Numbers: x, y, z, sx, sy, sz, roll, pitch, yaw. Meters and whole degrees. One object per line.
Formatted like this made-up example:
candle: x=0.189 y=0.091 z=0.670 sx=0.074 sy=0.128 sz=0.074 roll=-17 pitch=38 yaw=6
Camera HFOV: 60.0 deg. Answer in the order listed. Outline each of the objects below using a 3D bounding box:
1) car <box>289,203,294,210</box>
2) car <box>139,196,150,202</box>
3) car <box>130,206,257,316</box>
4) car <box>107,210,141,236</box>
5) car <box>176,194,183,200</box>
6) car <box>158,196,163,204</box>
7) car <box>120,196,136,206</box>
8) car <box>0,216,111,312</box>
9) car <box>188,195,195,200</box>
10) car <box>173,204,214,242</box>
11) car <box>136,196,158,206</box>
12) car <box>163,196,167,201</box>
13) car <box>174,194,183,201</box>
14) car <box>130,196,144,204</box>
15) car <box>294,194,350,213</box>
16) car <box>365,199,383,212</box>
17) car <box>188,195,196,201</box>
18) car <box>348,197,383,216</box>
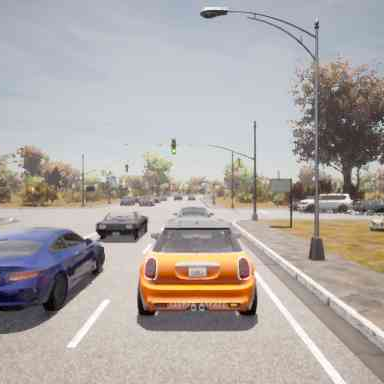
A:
car: x=14.037 y=1.504 z=39.631 sx=4.892 sy=1.490 sz=1.837 roll=0 pitch=0 yaw=3
car: x=-10.591 y=1.552 z=74.174 sx=1.994 sy=1.385 sz=4.181 roll=0 pitch=0 yaw=0
car: x=0.091 y=1.352 z=7.660 sx=2.097 sy=1.767 sz=4.553 roll=0 pitch=0 yaw=0
car: x=-3.421 y=1.601 z=17.218 sx=1.895 sy=1.301 sz=4.718 roll=0 pitch=0 yaw=0
car: x=-3.571 y=1.374 z=95.005 sx=1.812 sy=1.442 sz=4.674 roll=0 pitch=0 yaw=1
car: x=-7.130 y=1.600 z=63.683 sx=1.895 sy=1.301 sz=4.718 roll=0 pitch=0 yaw=0
car: x=-10.654 y=1.505 z=55.155 sx=1.837 sy=1.490 sz=4.892 roll=0 pitch=0 yaw=0
car: x=-3.410 y=1.526 z=7.596 sx=1.812 sy=1.442 sz=4.674 roll=0 pitch=0 yaw=0
car: x=-0.073 y=1.595 z=94.768 sx=1.895 sy=1.301 sz=4.718 roll=0 pitch=0 yaw=1
car: x=0.078 y=1.506 z=17.427 sx=1.837 sy=1.490 sz=4.892 roll=0 pitch=0 yaw=0
car: x=-7.135 y=1.352 z=52.894 sx=2.097 sy=1.767 sz=4.553 roll=0 pitch=0 yaw=-1
car: x=-7.098 y=1.552 z=80.317 sx=1.994 sy=1.385 sz=4.181 roll=0 pitch=0 yaw=0
car: x=-3.599 y=1.492 z=84.597 sx=1.837 sy=1.490 sz=4.892 roll=0 pitch=0 yaw=0
car: x=-10.607 y=1.564 z=64.255 sx=1.994 sy=1.385 sz=4.181 roll=0 pitch=0 yaw=1
car: x=14.422 y=1.221 z=36.103 sx=5.566 sy=2.045 sz=2.150 roll=0 pitch=0 yaw=3
car: x=22.927 y=1.555 z=39.159 sx=4.181 sy=1.385 sz=1.994 roll=0 pitch=0 yaw=3
car: x=-0.099 y=1.552 z=84.730 sx=1.994 sy=1.385 sz=4.181 roll=0 pitch=0 yaw=0
car: x=18.339 y=1.488 z=32.199 sx=4.902 sy=1.511 sz=2.128 roll=0 pitch=0 yaw=3
